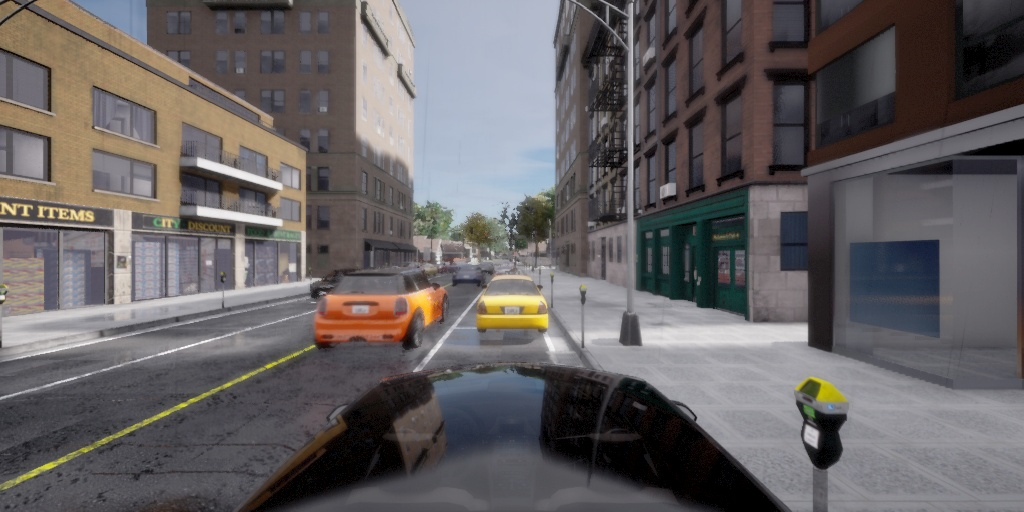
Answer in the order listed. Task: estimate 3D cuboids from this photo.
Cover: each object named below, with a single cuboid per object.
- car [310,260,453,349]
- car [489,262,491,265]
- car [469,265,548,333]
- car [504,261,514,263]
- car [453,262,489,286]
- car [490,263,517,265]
[{"bbox_3d":[-3.022,1.101,9.281,2.097,1.767,4.553,0,0,0],"label":"car"},{"bbox_3d":[-2.952,1.327,39.774,1.994,1.385,4.181,0,0,0],"label":"car"},{"bbox_3d":[0.005,1.207,10.690,1.801,1.575,5.366,0,0,0],"label":"car"},{"bbox_3d":[-0.383,1.281,29.411,1.751,1.417,4.829,0,0,0],"label":"car"},{"bbox_3d":[-2.949,1.317,25.319,1.994,1.385,4.181,0,0,0],"label":"car"},{"bbox_3d":[-0.383,1.334,23.722,1.802,1.307,4.207,0,0,0],"label":"car"}]
